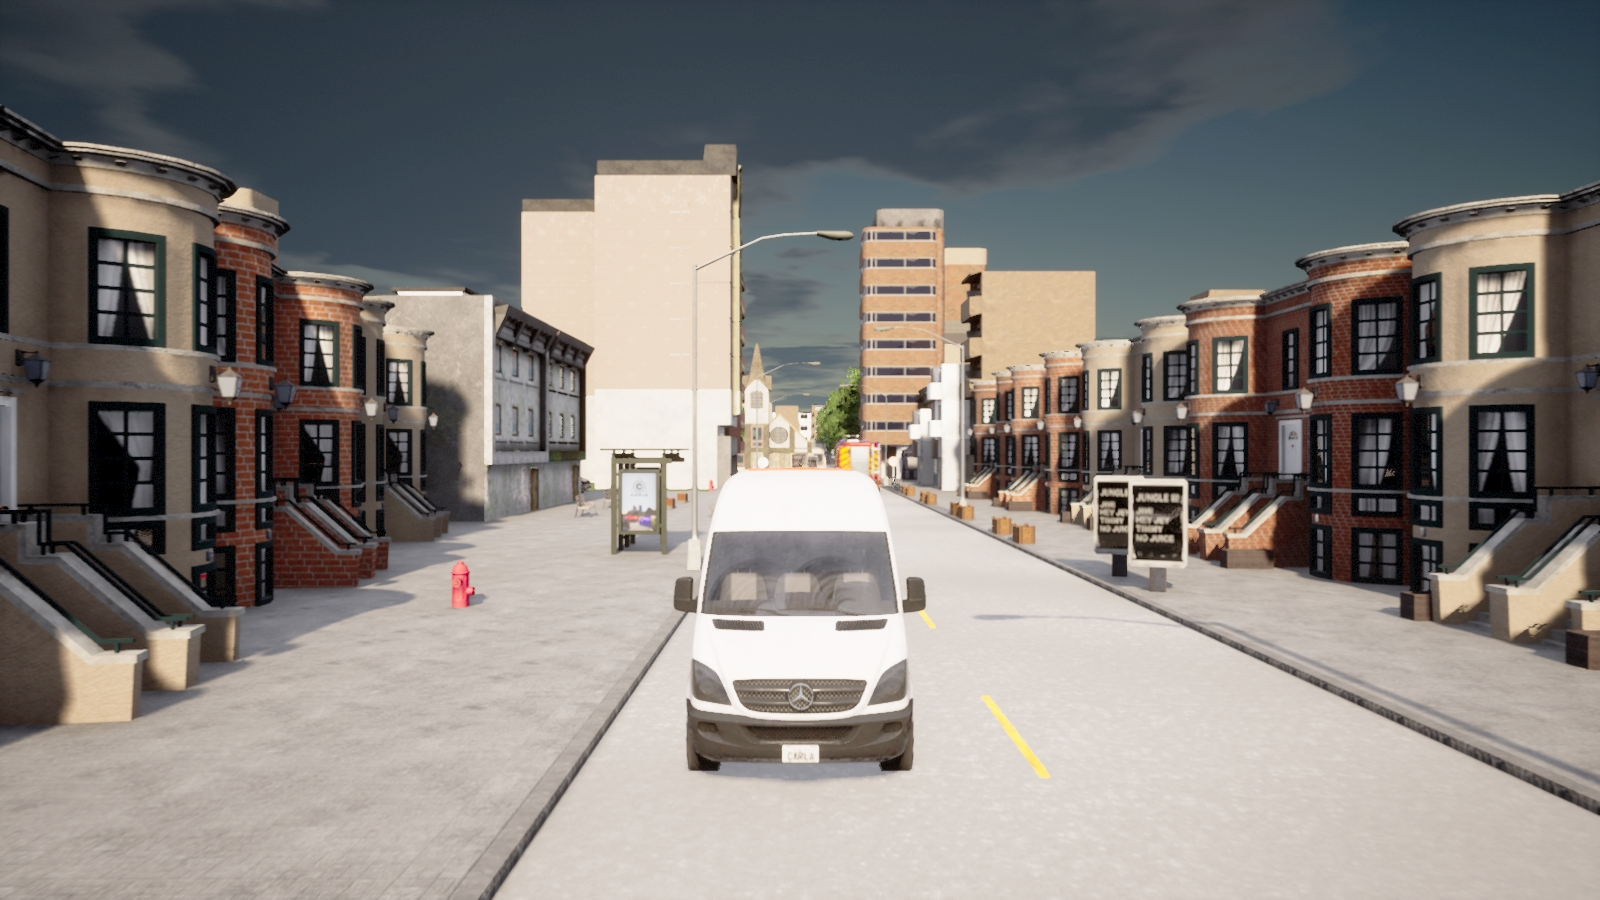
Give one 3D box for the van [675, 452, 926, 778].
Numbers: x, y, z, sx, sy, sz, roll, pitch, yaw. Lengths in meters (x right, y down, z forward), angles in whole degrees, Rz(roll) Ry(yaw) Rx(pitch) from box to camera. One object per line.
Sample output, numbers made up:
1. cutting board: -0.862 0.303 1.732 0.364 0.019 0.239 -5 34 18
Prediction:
1. van: 0.006 1.314 11.996 1.988 2.561 5.915 0 0 0
